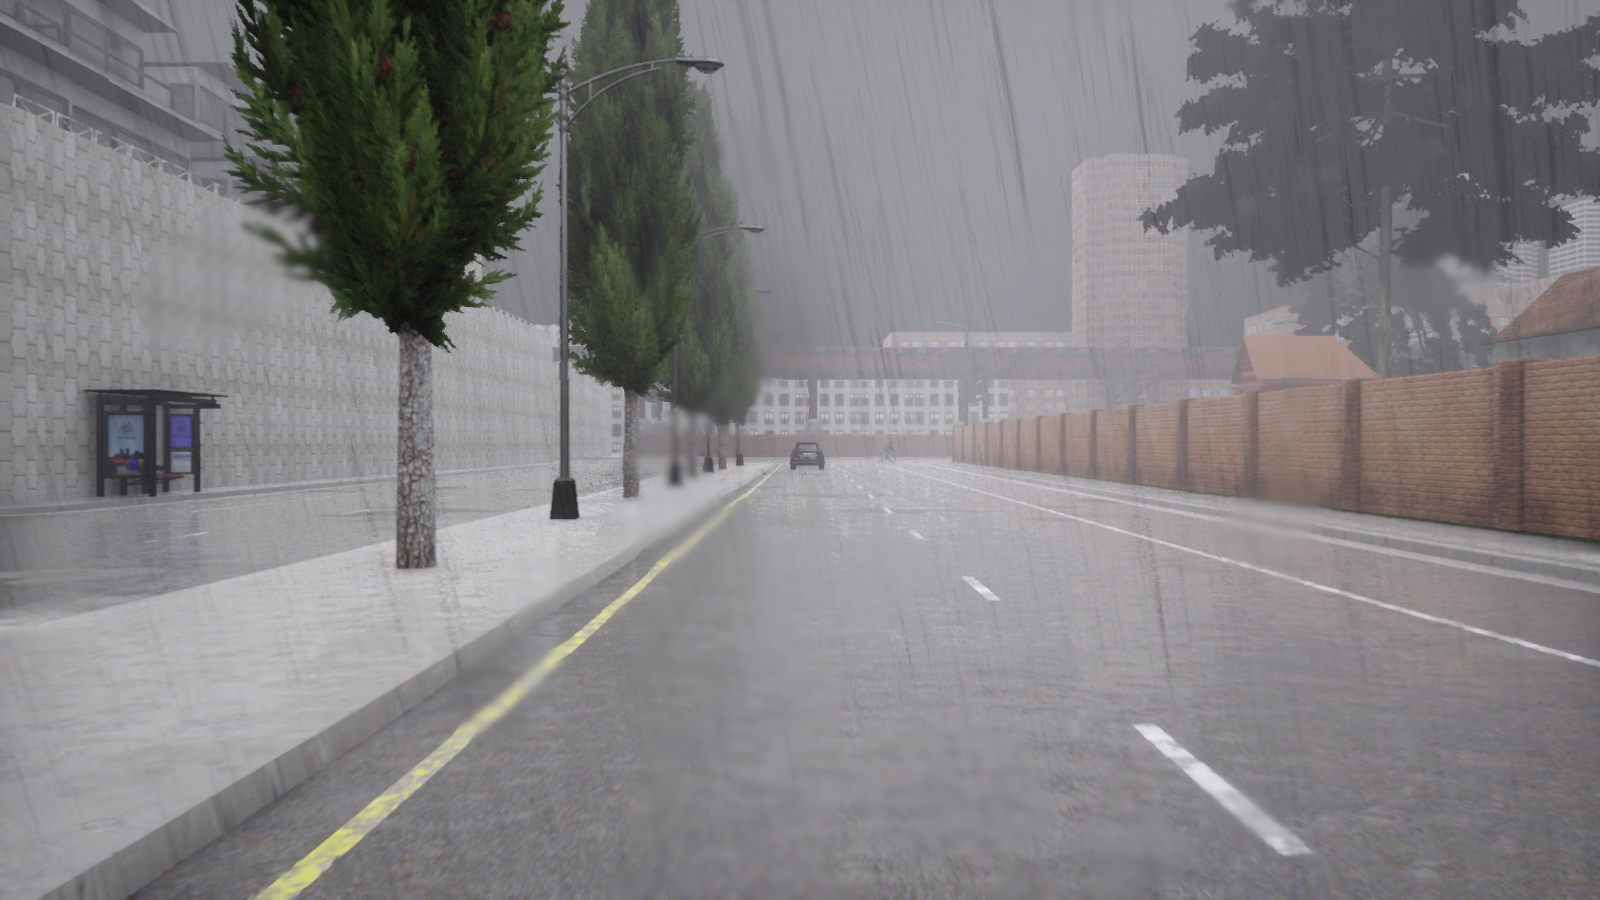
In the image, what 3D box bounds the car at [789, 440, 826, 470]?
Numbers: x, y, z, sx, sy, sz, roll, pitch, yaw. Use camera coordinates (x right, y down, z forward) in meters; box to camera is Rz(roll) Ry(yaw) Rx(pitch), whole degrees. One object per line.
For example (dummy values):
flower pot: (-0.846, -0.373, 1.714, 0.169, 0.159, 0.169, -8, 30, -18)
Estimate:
car: (0.427, 0.269, 72.353, 2.033, 1.649, 4.856, 0, 0, 0)
